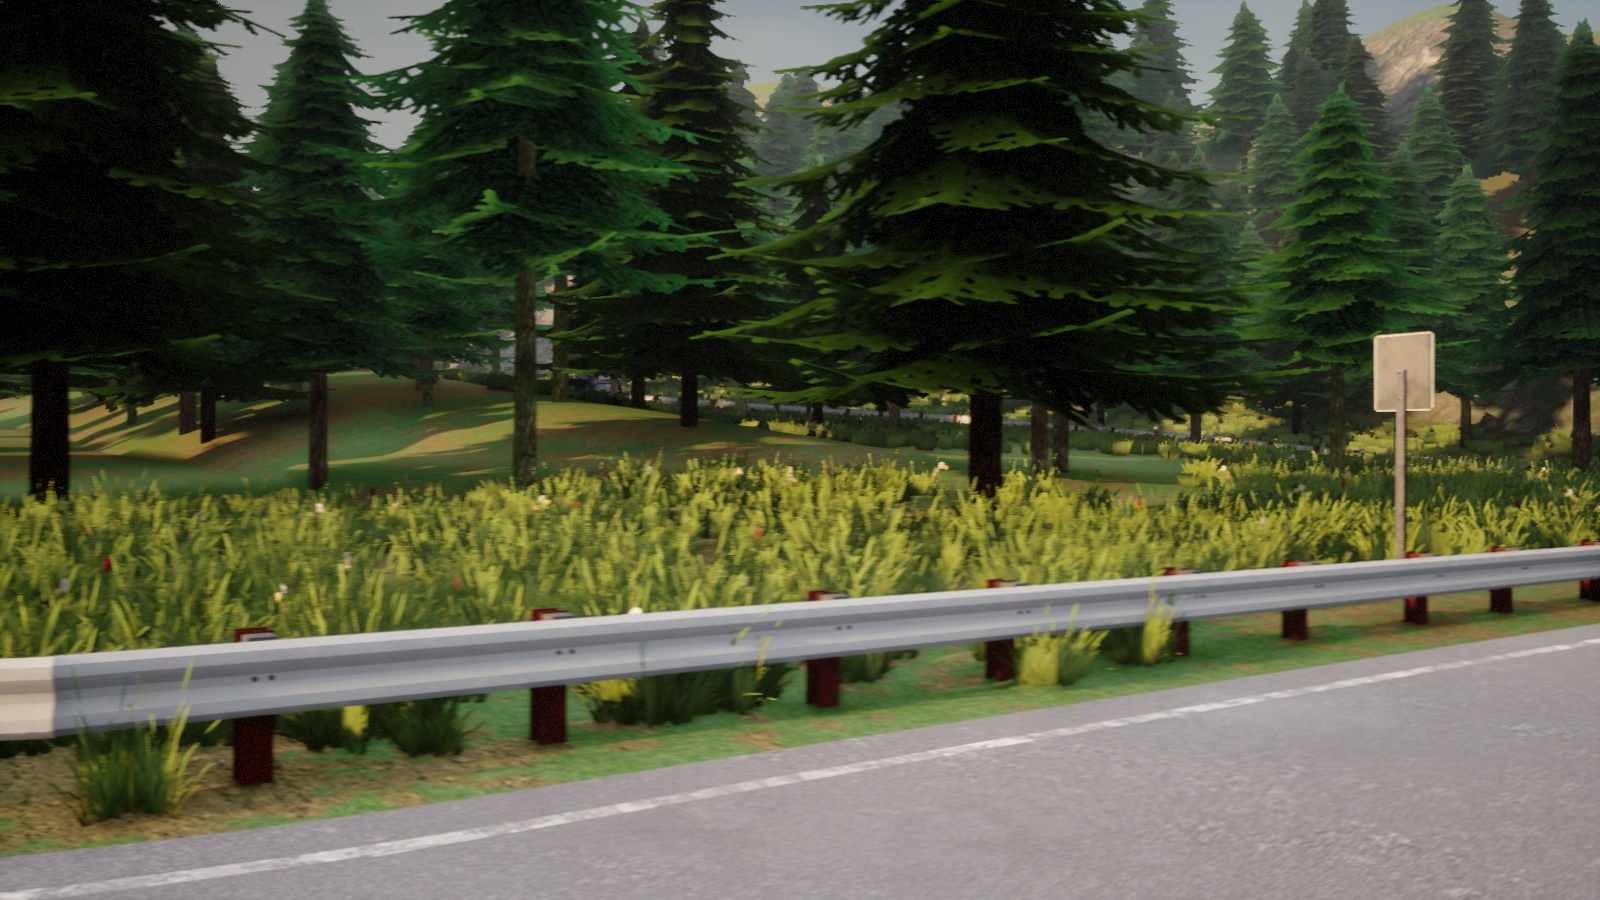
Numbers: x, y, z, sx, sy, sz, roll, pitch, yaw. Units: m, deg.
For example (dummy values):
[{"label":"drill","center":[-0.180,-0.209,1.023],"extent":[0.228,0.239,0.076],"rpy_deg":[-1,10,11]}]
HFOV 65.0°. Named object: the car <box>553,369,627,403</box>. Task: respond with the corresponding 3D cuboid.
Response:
[{"label":"car","center":[-11.611,-3.546,69.158],"extent":[2.033,1.649,4.856],"rpy_deg":[-1,5,-36]}]
